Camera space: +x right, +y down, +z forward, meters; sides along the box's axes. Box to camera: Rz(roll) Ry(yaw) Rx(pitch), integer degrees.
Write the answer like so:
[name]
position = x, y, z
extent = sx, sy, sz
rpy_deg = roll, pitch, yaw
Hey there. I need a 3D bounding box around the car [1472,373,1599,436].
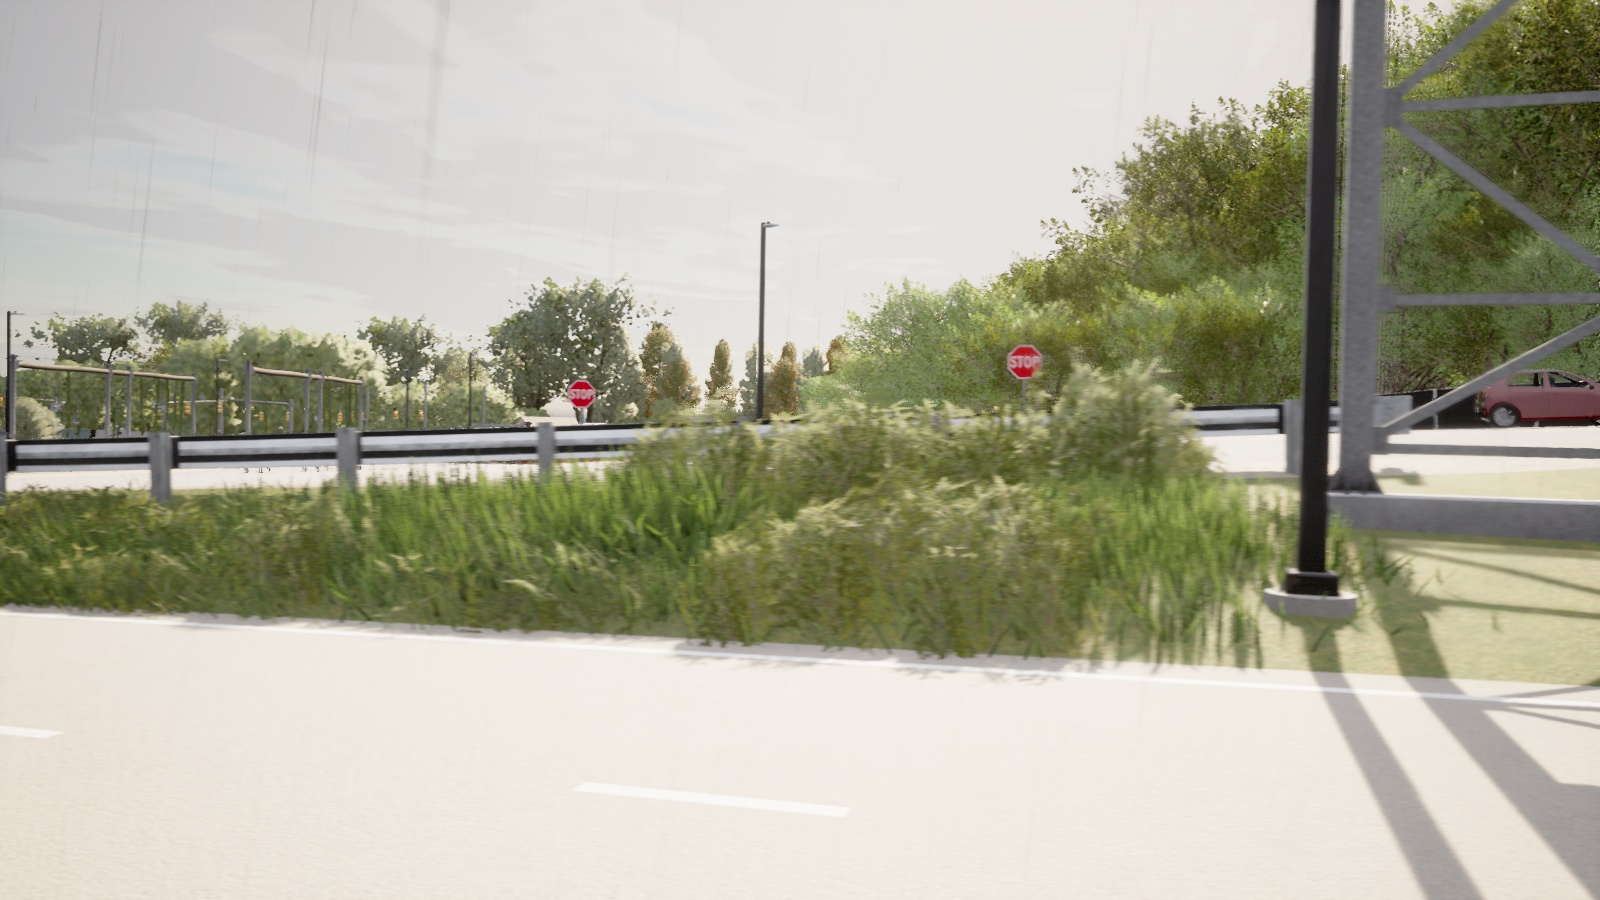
[car]
position = 19.453, -1.151, 32.206
extent = 3.633, 1.501, 1.845
rpy_deg = -1, 0, 20
